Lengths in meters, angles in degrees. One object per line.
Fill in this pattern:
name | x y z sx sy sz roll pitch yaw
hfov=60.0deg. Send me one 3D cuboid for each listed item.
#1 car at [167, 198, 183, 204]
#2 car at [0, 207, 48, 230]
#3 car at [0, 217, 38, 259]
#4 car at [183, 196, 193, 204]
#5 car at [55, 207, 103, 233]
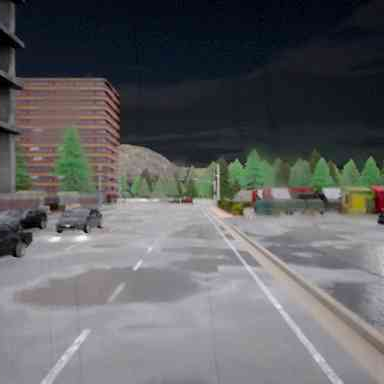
car | -4.812 2.381 92.723 2.097 1.767 4.553 0 -1 -17
car | -10.582 1.719 20.401 2.128 1.511 4.902 0 -1 0
car | -7.096 1.721 10.702 1.895 1.301 4.718 0 -1 0
car | -1.420 2.261 93.570 2.150 2.045 5.566 0 -1 -17
car | -7.082 1.743 21.366 1.837 1.490 4.892 0 -1 0
